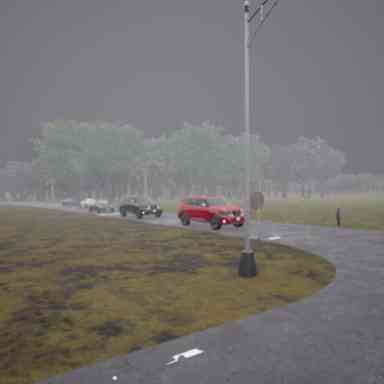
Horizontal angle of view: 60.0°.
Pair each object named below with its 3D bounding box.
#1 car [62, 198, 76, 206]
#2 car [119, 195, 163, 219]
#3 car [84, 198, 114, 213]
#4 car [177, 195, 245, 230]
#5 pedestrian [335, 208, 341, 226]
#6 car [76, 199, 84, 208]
[{"bbox_3d":[-21.680,1.762,59.209,2.128,1.511,4.902,-2,1,-36],"label":"car"},{"bbox_3d":[-4.855,1.295,30.672,2.150,2.045,5.566,-2,1,-36],"label":"car"},{"bbox_3d":[-10.648,1.654,38.765,1.812,1.442,4.674,-2,1,-35],"label":"car"},{"bbox_3d":[1.176,1.269,22.244,2.150,2.045,5.566,-2,1,-35],"label":"car"},{"bbox_3d":[9.328,1.592,21.155,0.500,1.100,0.500,-2,1,-36],"label":"pedestrian"},{"bbox_3d":[-15.828,1.686,51.048,1.812,1.442,4.674,-2,1,-36],"label":"car"}]
